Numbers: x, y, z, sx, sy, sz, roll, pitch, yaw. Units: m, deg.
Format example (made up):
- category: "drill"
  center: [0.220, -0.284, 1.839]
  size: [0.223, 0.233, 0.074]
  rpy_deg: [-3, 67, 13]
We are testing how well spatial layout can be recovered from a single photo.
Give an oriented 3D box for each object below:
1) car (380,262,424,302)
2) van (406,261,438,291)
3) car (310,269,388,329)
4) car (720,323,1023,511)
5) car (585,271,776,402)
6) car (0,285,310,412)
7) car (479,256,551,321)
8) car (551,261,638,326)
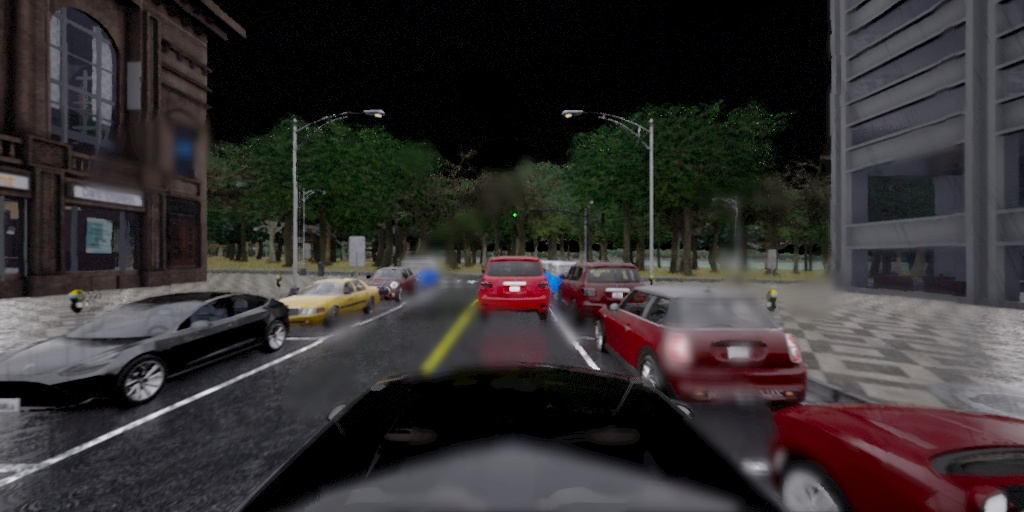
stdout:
- category: "car"
  center: [-5.807, 1.262, 17.134]
  size: [1.967, 1.591, 4.097]
  rpy_deg: [0, 0, 0]
- category: "van"
  center: [-5.823, 1.188, 22.571]
  size: [1.690, 1.789, 3.998]
  rpy_deg: [0, 0, 0]
- category: "car"
  center: [-5.790, 1.322, 11.527]
  size: [1.751, 1.417, 4.829]
  rpy_deg: [0, 0, 0]
- category: "car"
  center: [2.768, 1.291, 0.847]
  size: [1.888, 1.381, 4.507]
  rpy_deg: [0, 0, 0]
- category: "car"
  center: [2.752, 1.210, 6.284]
  size: [1.967, 1.591, 4.097]
  rpy_deg: [0, 0, 0]
- category: "car"
  center: [-5.774, 1.337, 6.259]
  size: [1.948, 1.339, 4.313]
  rpy_deg: [0, 0, 0]
- category: "car"
  center: [0.069, 1.024, 12.801]
  size: [2.150, 2.045, 5.566]
  rpy_deg: [0, 0, 0]
- category: "car"
  center: [2.735, 1.110, 11.722]
  size: [2.192, 1.841, 5.009]
  rpy_deg: [0, 0, 0]
